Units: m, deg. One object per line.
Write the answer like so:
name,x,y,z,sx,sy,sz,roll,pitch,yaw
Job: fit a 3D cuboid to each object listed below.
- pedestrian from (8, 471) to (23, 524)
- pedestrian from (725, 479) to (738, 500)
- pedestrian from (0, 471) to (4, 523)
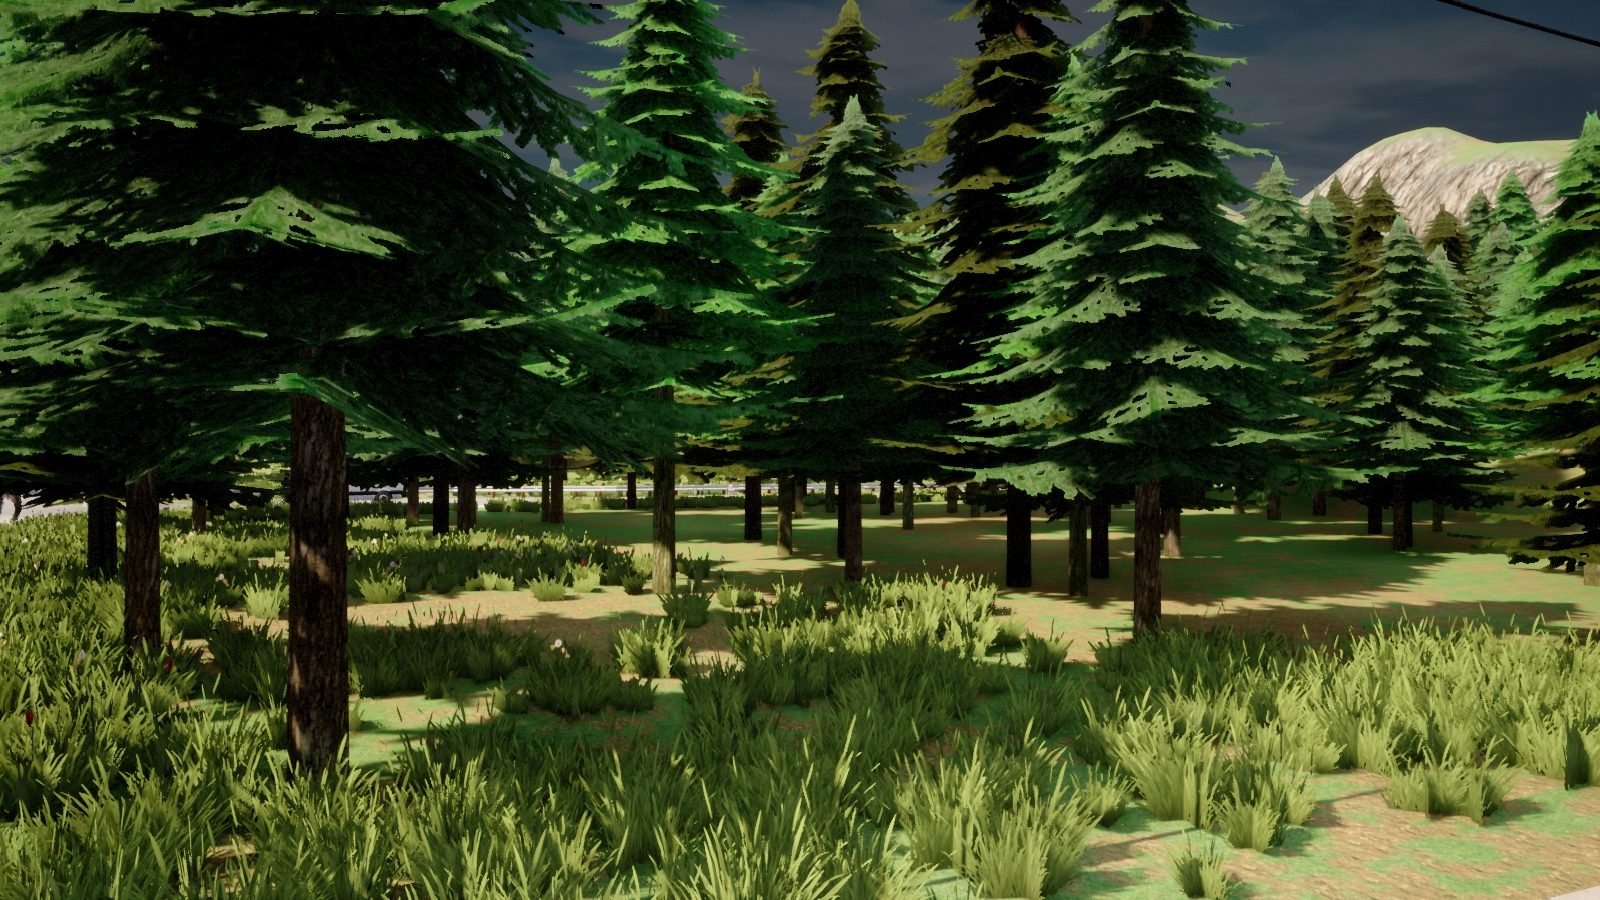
pedestrian,-27.887,1.694,40.598,0.375,1.860,0.375,0,0,-22
pedestrian,-3.565,2.050,59.670,0.500,1.100,0.500,0,0,-27
pedestrian,-28.770,1.694,40.941,0.375,1.860,0.375,0,0,-28
